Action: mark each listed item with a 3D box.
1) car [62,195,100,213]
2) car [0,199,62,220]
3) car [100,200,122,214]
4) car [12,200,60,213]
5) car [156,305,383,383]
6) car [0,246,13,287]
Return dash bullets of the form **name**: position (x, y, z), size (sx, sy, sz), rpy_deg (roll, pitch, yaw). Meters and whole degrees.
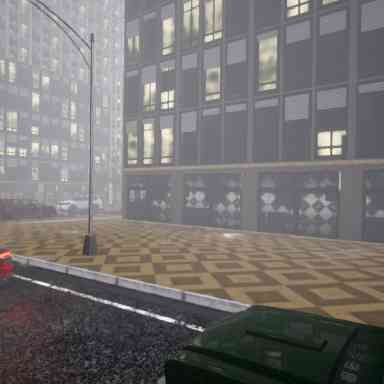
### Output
- **car**: position (-13.782, 1.417, 41.130), size (2.150, 2.045, 5.566), rpy_deg (1, 0, 36)
- **car**: position (-14.831, 1.519, 29.944), size (2.192, 1.841, 5.009), rpy_deg (1, 0, 36)
- **car**: position (-8.052, 1.830, 39.169), size (1.752, 1.417, 4.829), rpy_deg (1, 0, 36)
- **car**: position (-18.348, 1.643, 39.311), size (1.752, 1.417, 4.829), rpy_deg (1, 0, 36)
- **car**: position (2.016, 1.601, 2.248), size (4.718, 1.301, 1.895), rpy_deg (0, 0, 35)
- **car**: position (-6.093, 1.521, 7.998), size (4.674, 1.442, 1.812), rpy_deg (0, 0, 35)
